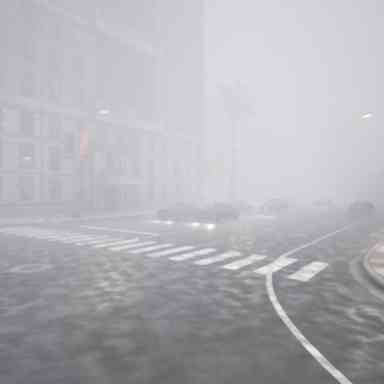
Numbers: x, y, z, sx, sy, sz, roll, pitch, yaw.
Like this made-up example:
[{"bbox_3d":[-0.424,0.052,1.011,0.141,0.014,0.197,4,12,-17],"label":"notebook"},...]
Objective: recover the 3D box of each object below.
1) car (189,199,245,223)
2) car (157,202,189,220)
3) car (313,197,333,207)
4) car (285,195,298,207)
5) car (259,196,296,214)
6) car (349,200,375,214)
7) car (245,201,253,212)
[{"bbox_3d":[1.959,1.505,25.291,1.994,1.385,4.181,0,0,35],"label":"car"},{"bbox_3d":[-0.987,1.490,27.185,1.994,1.385,4.181,0,0,35],"label":"car"},{"bbox_3d":[19.765,1.489,49.999,2.033,1.411,5.357,0,0,36],"label":"car"},{"bbox_3d":[13.403,1.277,47.237,2.097,1.767,4.553,0,0,36],"label":"car"},{"bbox_3d":[8.666,1.433,34.720,2.128,1.511,4.902,0,0,36],"label":"car"},{"bbox_3d":[18.224,1.537,35.674,1.994,1.385,4.181,0,0,36],"label":"car"},{"bbox_3d":[4.804,1.489,35.342,1.994,1.385,4.181,0,0,36],"label":"car"}]
